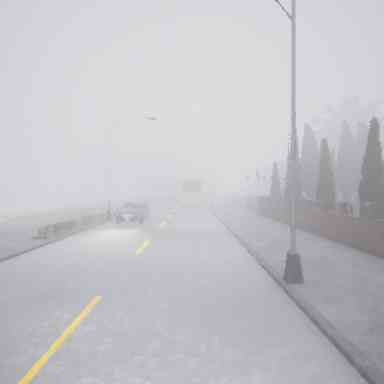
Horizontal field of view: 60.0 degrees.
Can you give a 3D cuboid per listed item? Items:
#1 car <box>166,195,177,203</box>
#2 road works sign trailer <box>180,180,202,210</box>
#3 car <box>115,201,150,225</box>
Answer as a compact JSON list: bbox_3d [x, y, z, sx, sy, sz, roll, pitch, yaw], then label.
[{"bbox_3d":[-3.971,1.327,65.716,2.033,1.411,5.357,0,0,0],"label":"car"},{"bbox_3d":[0.021,0.335,39.908,2.380,3.560,2.880,0,0,0],"label":"road works sign trailer"},{"bbox_3d":[-4.085,1.416,23.469,2.128,1.511,4.902,0,0,0],"label":"car"}]
